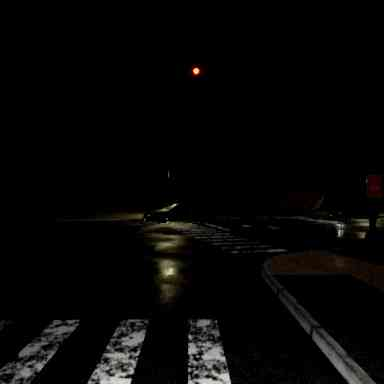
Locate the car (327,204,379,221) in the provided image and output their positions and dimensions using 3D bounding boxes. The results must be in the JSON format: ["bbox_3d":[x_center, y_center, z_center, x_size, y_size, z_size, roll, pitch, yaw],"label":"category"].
[{"bbox_3d":[13.988,1.739,28.828,4.674,1.442,1.812,1,0,-18],"label":"car"}]

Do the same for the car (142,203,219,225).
[{"bbox_3d":[-0.761,1.535,23.820,5.357,1.411,2.033,1,0,-20],"label":"car"}]
